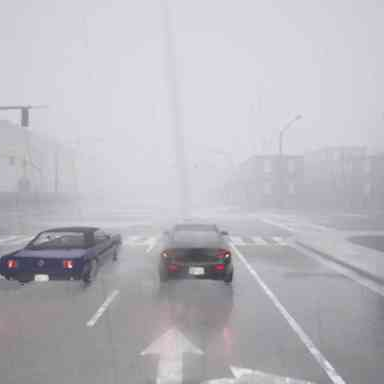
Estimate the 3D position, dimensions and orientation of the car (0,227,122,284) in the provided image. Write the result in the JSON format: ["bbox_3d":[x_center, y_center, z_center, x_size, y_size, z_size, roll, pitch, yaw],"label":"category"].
[{"bbox_3d":[-3.394,1.670,9.749,1.895,1.301,4.718,0,0,0],"label":"car"}]

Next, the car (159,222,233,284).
[{"bbox_3d":[0.106,1.593,9.708,1.812,1.442,4.674,0,0,0],"label":"car"}]
